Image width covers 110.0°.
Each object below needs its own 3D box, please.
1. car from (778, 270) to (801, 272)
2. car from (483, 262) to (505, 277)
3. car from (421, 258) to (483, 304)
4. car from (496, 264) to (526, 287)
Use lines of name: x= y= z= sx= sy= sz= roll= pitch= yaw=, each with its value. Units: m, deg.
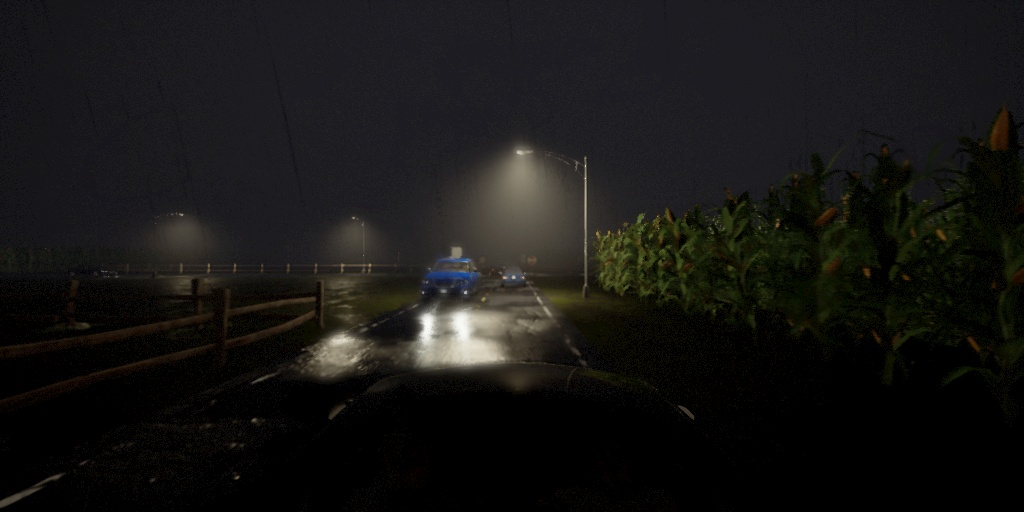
car: x=39.995 y=1.758 z=50.682 sx=4.181 sy=1.385 sz=1.994 roll=0 pitch=0 yaw=-8
car: x=-2.432 y=1.709 z=42.644 sx=1.994 sy=1.385 sz=4.181 roll=0 pitch=-1 yaw=-29
car: x=-2.855 y=1.130 z=17.734 sx=2.150 sy=2.045 sz=5.566 roll=0 pitch=-1 yaw=0
car: x=0.083 y=1.546 z=27.049 sx=2.033 sy=1.411 sz=5.357 roll=0 pitch=-1 yaw=-1
